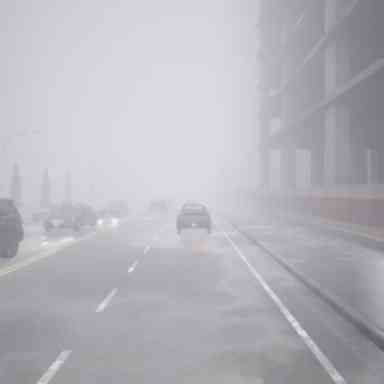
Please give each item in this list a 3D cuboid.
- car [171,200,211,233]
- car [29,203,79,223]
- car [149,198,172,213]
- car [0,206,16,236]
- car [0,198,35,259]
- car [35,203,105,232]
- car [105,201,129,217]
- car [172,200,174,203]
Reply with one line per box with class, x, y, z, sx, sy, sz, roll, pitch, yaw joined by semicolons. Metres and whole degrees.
car;0.097;1.460;19.374;2.128;1.511;4.902;0;0;0
car;-10.535;1.557;25.783;1.895;1.301;4.718;0;0;1
car;-3.506;1.445;35.964;1.837;1.490;4.892;0;0;0
car;-10.588;1.498;15.927;1.812;1.442;4.674;0;0;0
car;-7.088;1.205;9.627;2.150;2.045;5.566;0;0;1
car;-7.077;1.458;19.841;2.128;1.511;4.902;0;0;0
car;-7.005;1.496;30.406;2.033;1.411;5.357;0;0;0
car;-3.514;1.470;46.530;2.033;1.411;5.357;0;0;0
